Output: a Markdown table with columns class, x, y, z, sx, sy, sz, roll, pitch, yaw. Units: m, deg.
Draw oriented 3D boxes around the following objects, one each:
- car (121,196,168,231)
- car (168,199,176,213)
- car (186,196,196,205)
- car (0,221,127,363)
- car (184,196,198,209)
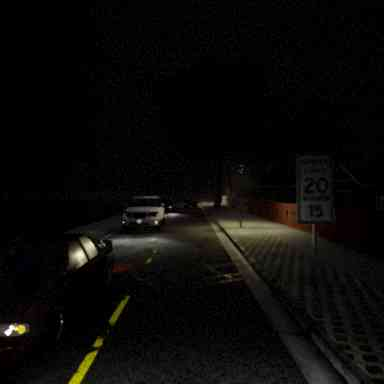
| class | x | y | z | sx | sy | sz | roll | pitch | yaw |
| --- | --- | --- | --- | --- | --- | --- | --- | --- | --- |
| car | -2.922 | 1.257 | 20.996 | 2.150 | 2.045 | 5.566 | 0 | 0 | -1 |
| car | -2.916 | 1.552 | 37.129 | 1.837 | 1.490 | 4.892 | 0 | -1 | 0 |
| car | -0.229 | 1.532 | 61.535 | 1.812 | 1.442 | 4.674 | 0 | 0 | 0 |
| car | -2.870 | 1.561 | 6.516 | 2.033 | 1.411 | 5.357 | 0 | 0 | 0 |
| car | -0.160 | 1.636 | 46.834 | 1.895 | 1.301 | 4.718 | 0 | 0 | 0 |
